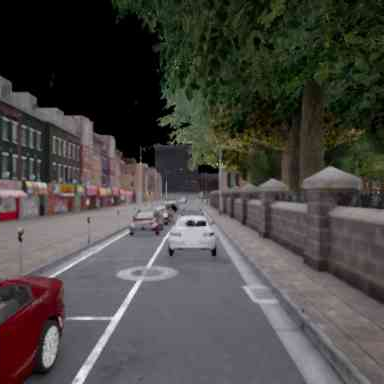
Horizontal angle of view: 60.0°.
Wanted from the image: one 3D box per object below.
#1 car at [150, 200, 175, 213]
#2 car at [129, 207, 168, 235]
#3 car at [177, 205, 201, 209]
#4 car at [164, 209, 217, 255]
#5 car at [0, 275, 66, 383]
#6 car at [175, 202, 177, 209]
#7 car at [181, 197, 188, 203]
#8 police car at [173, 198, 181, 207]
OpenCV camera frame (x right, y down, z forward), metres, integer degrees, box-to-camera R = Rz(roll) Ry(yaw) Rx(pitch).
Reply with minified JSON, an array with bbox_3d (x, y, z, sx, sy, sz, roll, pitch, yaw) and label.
[{"bbox_3d":[-2.629,1.690,25.657,1.967,1.590,4.097,0,-1,0],"label":"car"},{"bbox_3d":[-2.631,1.777,19.980,1.802,1.307,4.206,0,-1,0],"label":"car"},{"bbox_3d":[0.024,1.877,28.261,1.895,1.301,4.718,0,-1,0],"label":"car"},{"bbox_3d":[0.025,1.661,13.916,1.812,1.442,4.674,0,0,0],"label":"car"},{"bbox_3d":[-2.638,1.575,2.955,1.887,1.381,4.507,0,-1,0],"label":"car"},{"bbox_3d":[-2.627,1.888,31.330,1.802,1.307,4.206,0,-1,0],"label":"car"},{"bbox_3d":[-2.603,2.443,92.144,1.752,1.417,4.829,0,-1,0],"label":"car"},{"bbox_3d":[-2.991,1.870,45.490,1.930,1.638,5.238,0,-1,0],"label":"police car"}]
